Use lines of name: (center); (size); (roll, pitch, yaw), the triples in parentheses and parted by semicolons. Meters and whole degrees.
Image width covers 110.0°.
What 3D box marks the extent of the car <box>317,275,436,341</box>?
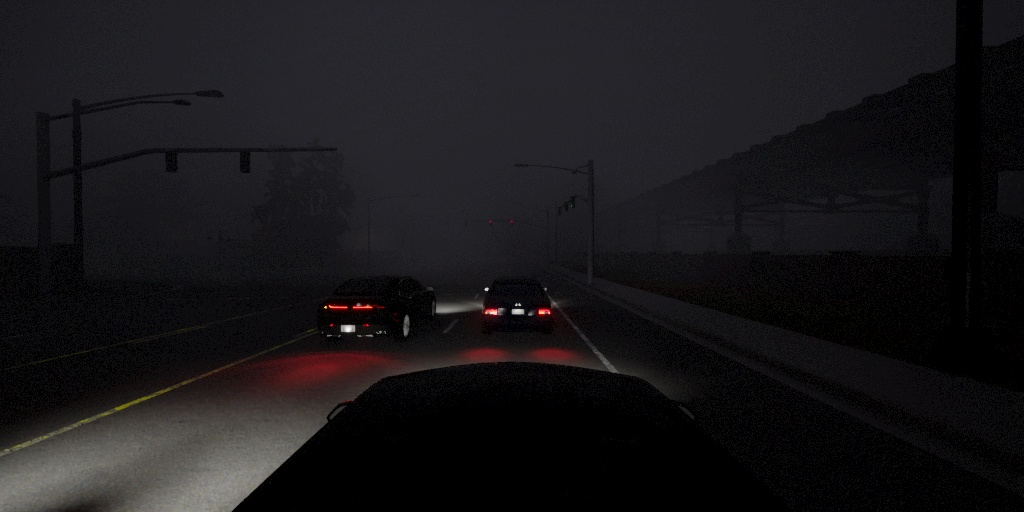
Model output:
car: (-3.382, 1.255, 9.831); (1.837, 1.490, 4.892); (0, 0, 0)

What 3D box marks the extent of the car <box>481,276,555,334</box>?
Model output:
car: (0.124, 1.301, 10.598); (2.033, 1.411, 5.357); (0, 0, 0)
